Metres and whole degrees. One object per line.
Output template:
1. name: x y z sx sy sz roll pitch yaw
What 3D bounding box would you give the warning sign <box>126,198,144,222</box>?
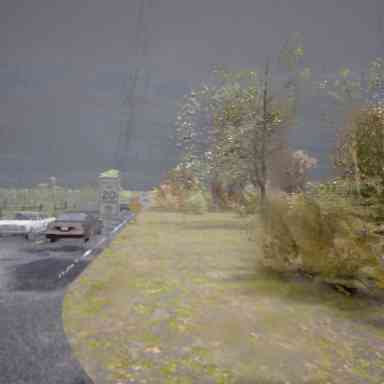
1. warning sign: -4.360 1.374 25.687 1.300 1.860 1.060 1 -1 -6

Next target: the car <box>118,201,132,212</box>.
1. car: -8.808 1.906 44.342 1.837 1.490 4.892 1 0 -6

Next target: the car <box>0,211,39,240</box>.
1. car: -8.802 1.688 17.477 1.895 1.301 4.718 1 -1 -6

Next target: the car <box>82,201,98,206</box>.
1. car: -10.871 1.784 36.647 1.837 1.490 4.892 1 -1 -6

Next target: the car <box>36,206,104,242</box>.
1. car: -5.842 1.677 17.068 2.033 1.411 5.357 1 -1 -6
